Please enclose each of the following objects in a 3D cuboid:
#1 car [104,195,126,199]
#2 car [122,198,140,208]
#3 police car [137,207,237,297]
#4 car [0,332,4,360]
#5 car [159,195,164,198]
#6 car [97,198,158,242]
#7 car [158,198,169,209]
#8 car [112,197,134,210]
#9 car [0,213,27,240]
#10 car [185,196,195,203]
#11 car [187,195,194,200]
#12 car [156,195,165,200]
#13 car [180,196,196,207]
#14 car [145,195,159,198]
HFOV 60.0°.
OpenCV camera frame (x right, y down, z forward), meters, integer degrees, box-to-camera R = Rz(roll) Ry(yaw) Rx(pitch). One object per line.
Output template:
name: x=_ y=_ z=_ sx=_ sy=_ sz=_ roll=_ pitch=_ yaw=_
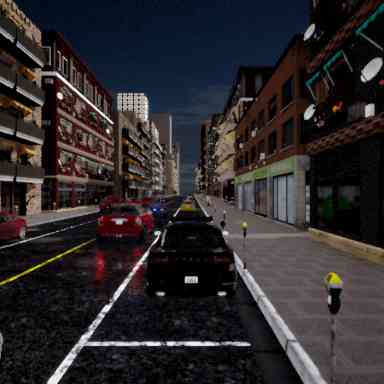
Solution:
car: x=-8.833 y=1.314 z=37.157 sx=2.192 sy=1.841 sz=5.009 roll=0 pitch=0 yaw=0
car: x=-8.834 y=1.543 z=48.430 sx=1.887 sy=1.381 sz=4.507 roll=0 pitch=0 yaw=0
police car: x=-0.011 y=1.425 z=8.759 sx=1.930 sy=1.638 sz=5.238 roll=0 pitch=0 yaw=0
car: x=-3.145 y=1.525 z=1.998 sx=1.812 sy=1.442 sz=4.674 roll=0 pitch=0 yaw=0
car: x=-8.834 y=1.541 z=87.882 sx=2.008 sy=1.369 sz=4.403 roll=0 pitch=0 yaw=0
car: x=-3.129 y=1.352 z=16.504 sx=2.097 sy=1.767 sz=4.553 roll=0 pitch=0 yaw=0
car: x=-3.138 y=1.548 z=30.607 sx=2.033 sy=1.411 sz=5.357 roll=0 pitch=0 yaw=0
car: x=-8.834 y=1.439 z=42.793 sx=1.967 sy=1.590 sz=4.097 roll=0 pitch=0 yaw=0
car: x=-8.835 y=1.583 z=14.612 sx=1.802 sy=1.307 sz=4.206 roll=0 pitch=0 yaw=0
car: x=-0.453 y=1.545 z=70.970 sx=2.008 sy=1.369 sz=4.403 roll=0 pitch=0 yaw=0
car: x=-0.452 y=1.513 z=93.685 sx=1.752 sy=1.417 sz=4.829 roll=0 pitch=0 yaw=0
car: x=-8.834 y=1.539 z=93.519 sx=2.008 sy=1.369 sz=4.403 roll=0 pitch=0 yaw=0
car: x=-0.454 y=1.525 z=37.323 sx=1.752 sy=1.417 sz=4.829 roll=0 pitch=0 yaw=0
car: x=-6.171 y=1.476 z=45.876 sx=1.882 sy=1.535 sz=5.008 roll=0 pitch=0 yaw=0
